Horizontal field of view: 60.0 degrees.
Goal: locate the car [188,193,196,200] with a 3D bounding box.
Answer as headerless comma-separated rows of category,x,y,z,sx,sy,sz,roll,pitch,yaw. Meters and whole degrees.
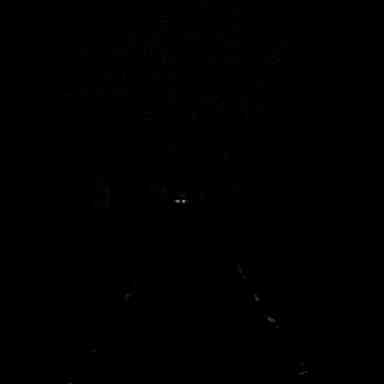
car,0.028,1.110,89.775,2.097,1.767,4.553,0,0,0

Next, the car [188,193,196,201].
car,0.028,1.356,79.787,1.812,1.442,4.674,0,0,0

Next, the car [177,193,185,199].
car,-2.721,0.972,83.981,1.812,1.442,4.674,0,0,0
